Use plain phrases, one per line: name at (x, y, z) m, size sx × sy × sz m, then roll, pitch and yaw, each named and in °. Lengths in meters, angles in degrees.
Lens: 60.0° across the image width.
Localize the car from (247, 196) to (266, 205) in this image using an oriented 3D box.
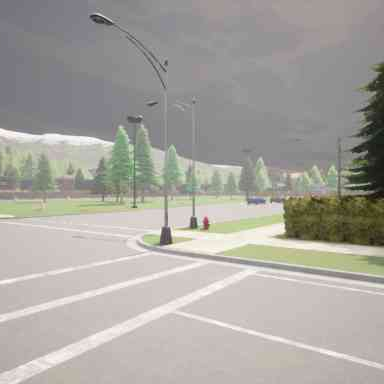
car at (11.571, 1.478, 59.181) m, size 1.882 × 1.535 × 5.008 m, roll 0°, pitch 0°, yaw 36°

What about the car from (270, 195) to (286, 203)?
car at (17.518, 1.353, 67.408) m, size 2.097 × 1.767 × 4.553 m, roll 0°, pitch 0°, yaw 36°

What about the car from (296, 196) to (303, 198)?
car at (18.739, 1.478, 57.148) m, size 1.882 × 1.535 × 5.008 m, roll 0°, pitch 0°, yaw 36°
